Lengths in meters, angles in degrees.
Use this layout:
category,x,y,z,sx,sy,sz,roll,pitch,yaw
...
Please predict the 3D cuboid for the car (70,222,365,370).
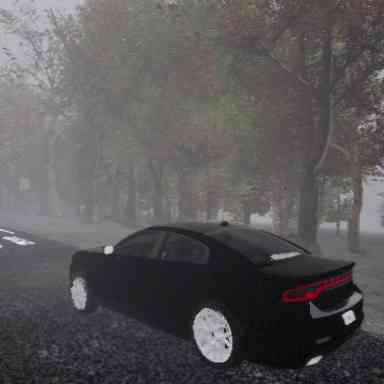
category,x,y,z,sx,sy,sz,roll,pitch,yaw
car,-0.130,1.199,5.174,1.882,1.535,5.008,2,-3,-45
